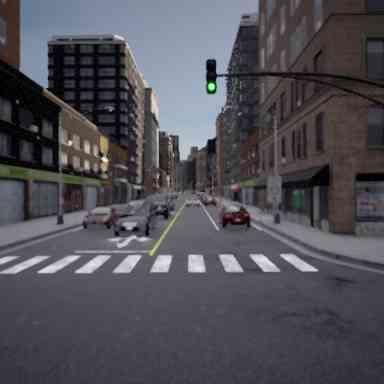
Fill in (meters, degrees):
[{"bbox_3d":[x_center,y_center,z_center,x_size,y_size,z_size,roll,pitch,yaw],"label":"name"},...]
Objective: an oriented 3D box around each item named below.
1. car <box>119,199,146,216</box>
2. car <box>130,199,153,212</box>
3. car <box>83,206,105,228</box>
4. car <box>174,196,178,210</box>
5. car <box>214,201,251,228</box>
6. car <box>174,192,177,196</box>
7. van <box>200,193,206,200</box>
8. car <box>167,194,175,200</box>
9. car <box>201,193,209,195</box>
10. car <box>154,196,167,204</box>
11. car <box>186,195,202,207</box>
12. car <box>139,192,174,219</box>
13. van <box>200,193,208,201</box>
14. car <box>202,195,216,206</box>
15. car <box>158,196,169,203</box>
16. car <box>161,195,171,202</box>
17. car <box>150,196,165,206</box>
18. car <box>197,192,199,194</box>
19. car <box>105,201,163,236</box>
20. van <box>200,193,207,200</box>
[{"bbox_3d":[-5.790,1.511,32.926,1.752,1.417,4.829,0,0,0],"label":"car"},{"bbox_3d":[-5.773,1.522,38.682,2.008,1.369,4.403,0,0,0],"label":"car"},{"bbox_3d":[-5.824,1.595,21.924,1.802,1.307,4.206,0,0,0],"label":"car"},{"bbox_3d":[-2.993,1.498,39.618,2.033,1.411,5.357,0,0,0],"label":"car"},{"bbox_3d":[2.721,1.502,21.901,1.887,1.381,4.507,0,0,0],"label":"car"},{"bbox_3d":[-5.634,1.151,83.367,2.192,1.841,5.009,0,0,0],"label":"car"},{"bbox_3d":[2.912,1.102,88.929,1.690,1.788,3.998,0,0,0],"label":"van"},{"bbox_3d":[-5.619,1.342,88.784,1.752,1.417,4.829,0,0,0],"label":"car"},{"bbox_3d":[2.817,1.308,55.415,1.967,1.590,4.097,0,0,0],"label":"car"},{"bbox_3d":[-5.704,1.473,61.025,1.947,1.339,4.313,0,0,0],"label":"car"},{"bbox_3d":[0.122,1.506,48.697,1.895,1.301,4.718,0,0,0],"label":"car"},{"bbox_3d":[-3.026,1.199,28.955,2.150,2.045,5.566,0,0,0],"label":"car"},{"bbox_3d":[2.880,1.139,77.757,1.690,1.788,3.998,0,0,0],"label":"van"},{"bbox_3d":[2.800,1.466,49.829,1.802,1.307,4.206,0,0,0],"label":"car"},{"bbox_3d":[-5.687,1.455,66.611,1.947,1.339,4.313,0,0,0],"label":"car"},{"bbox_3d":[-5.670,1.398,72.026,1.752,1.417,4.829,0,0,0],"label":"car"},{"bbox_3d":[-5.721,1.475,55.439,2.008,1.369,4.403,0,0,0],"label":"car"},{"bbox_3d":[2.865,1.131,72.171,2.192,1.841,5.009,0,0,0],"label":"car"},{"bbox_3d":[-3.054,1.494,18.708,2.128,1.511,4.902,0,0,0],"label":"car"},{"bbox_3d":[2.896,1.121,83.342,1.690,1.788,3.998,0,0,0],"label":"van"}]
